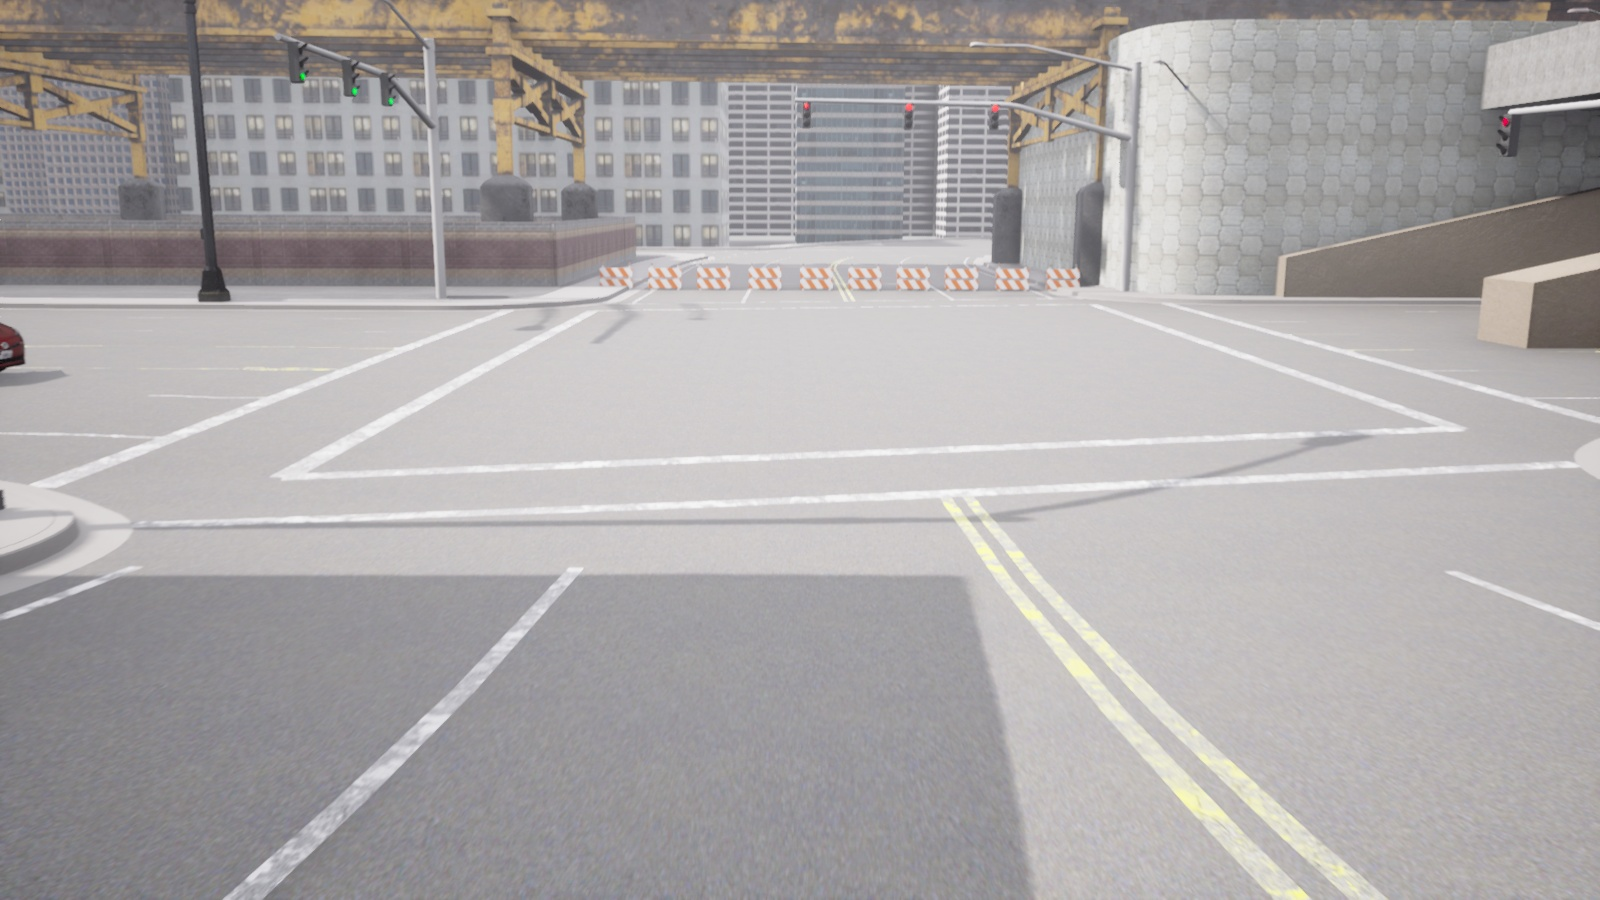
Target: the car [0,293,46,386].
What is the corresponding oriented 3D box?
[{"bbox_3d":[-16.277,-1.931,22.220,4.514,1.525,2.007,0,11,0],"label":"car"}]
